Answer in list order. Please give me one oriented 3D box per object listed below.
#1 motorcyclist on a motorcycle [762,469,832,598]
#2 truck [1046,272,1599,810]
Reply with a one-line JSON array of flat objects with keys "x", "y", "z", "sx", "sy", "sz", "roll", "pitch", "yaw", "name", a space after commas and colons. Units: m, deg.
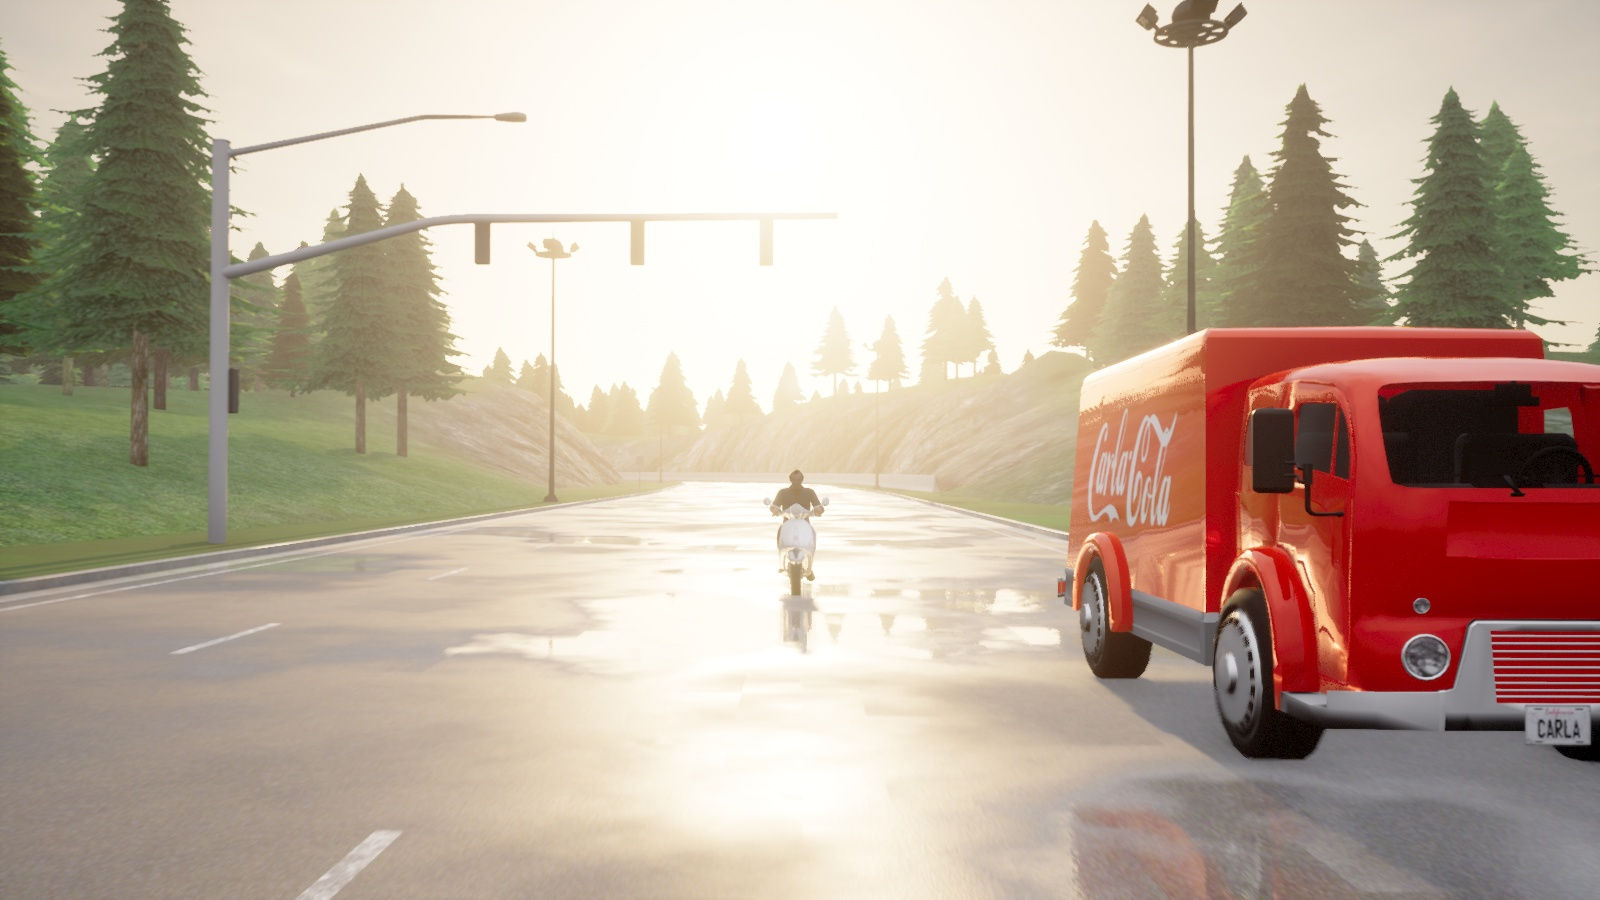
[{"x": -0.040, "y": 1.051, "z": 16.427, "sx": 0.866, "sy": 1.590, "sz": 1.817, "roll": 0, "pitch": -1, "yaw": 0, "name": "motorcyclist on a motorcycle"}, {"x": 3.477, "y": 0.459, "z": 8.382, "sx": 2.627, "sy": 2.467, "sz": 5.204, "roll": 0, "pitch": -1, "yaw": 0, "name": "truck"}]
